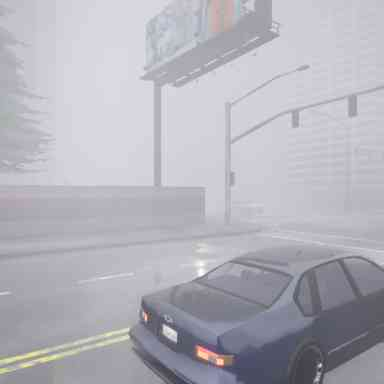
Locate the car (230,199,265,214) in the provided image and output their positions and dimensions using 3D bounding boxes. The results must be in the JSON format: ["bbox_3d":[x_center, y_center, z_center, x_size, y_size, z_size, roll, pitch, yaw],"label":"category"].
[{"bbox_3d":[5.689,1.526,35.905,1.812,1.442,4.674,0,0,-35],"label":"car"}]

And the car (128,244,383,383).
[{"bbox_3d":[1.779,1.547,5.033,5.357,1.411,2.033,0,0,-37],"label":"car"}]
